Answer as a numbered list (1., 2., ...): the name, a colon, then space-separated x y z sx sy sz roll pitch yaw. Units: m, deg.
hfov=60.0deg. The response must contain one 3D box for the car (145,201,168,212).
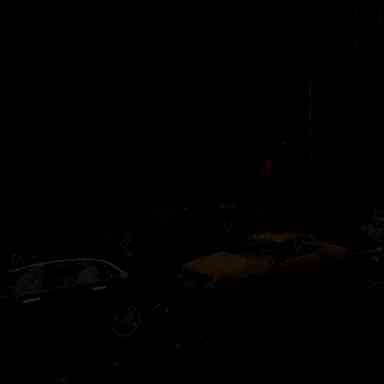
1. car: -6.729 2.735 58.443 1.837 1.490 4.892 1 -2 -36

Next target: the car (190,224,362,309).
1. car: 1.893 1.582 7.999 4.829 1.417 1.752 1 0 -35

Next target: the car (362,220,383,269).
1. car: 6.519 1.662 11.299 4.403 1.369 2.008 1 0 -35

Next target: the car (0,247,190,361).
1. car: -2.457 1.557 4.897 4.403 1.369 2.008 1 0 -35

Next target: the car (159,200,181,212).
1. car: -4.244 2.458 60.561 2.150 2.045 5.566 1 -2 -36
